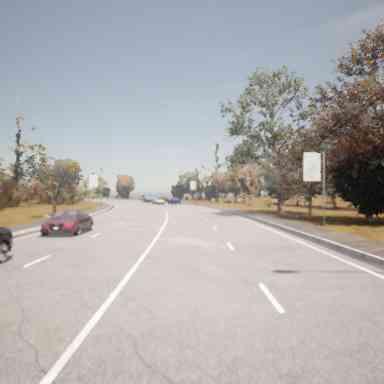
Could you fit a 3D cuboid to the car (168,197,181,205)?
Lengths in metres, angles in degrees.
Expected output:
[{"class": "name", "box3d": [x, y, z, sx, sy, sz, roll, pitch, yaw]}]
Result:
[{"class": "car", "box3d": [-3.875, 1.870, 71.236, 1.882, 1.535, 5.008, 0, 0, -18]}]

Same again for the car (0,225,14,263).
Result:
[{"class": "car", "box3d": [-7.134, 1.588, 9.645, 2.128, 1.511, 4.902, 0, -1, 0]}]

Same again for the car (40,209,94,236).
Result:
[{"class": "car", "box3d": [-7.239, 1.736, 19.665, 1.994, 1.385, 4.181, 0, 0, -1]}]

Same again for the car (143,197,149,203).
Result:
[{"class": "car", "box3d": [-10.458, 1.896, 79.708, 1.895, 1.301, 4.718, 0, 0, -22]}]

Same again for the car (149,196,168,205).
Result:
[{"class": "car", "box3d": [-7.151, 1.978, 69.994, 1.895, 1.301, 4.718, 0, 0, -18]}]

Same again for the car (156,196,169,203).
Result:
[{"class": "car", "box3d": [-7.211, 1.787, 81.021, 1.882, 1.535, 5.008, 0, 0, -22]}]
